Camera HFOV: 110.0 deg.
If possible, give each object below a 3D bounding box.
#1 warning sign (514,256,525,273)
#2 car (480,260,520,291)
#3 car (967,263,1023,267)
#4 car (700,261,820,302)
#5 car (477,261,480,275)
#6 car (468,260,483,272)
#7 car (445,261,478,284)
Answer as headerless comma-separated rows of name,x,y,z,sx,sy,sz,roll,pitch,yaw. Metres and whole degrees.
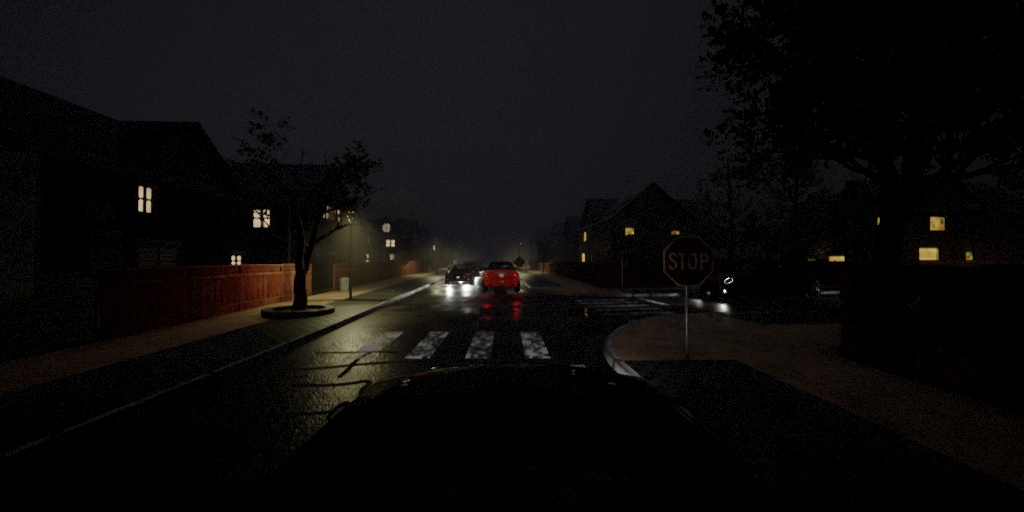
warning sign,0.842,0.948,39.282,1.300,1.860,1.060,0,0,-3
car,-0.702,1.119,22.147,2.097,1.767,4.553,0,0,-3
car,22.478,1.092,16.756,4.902,1.511,2.128,-1,-1,-4
car,10.883,1.036,15.956,4.553,1.767,2.097,0,-1,-5
car,-4.452,1.327,37.769,1.837,1.490,4.892,0,0,-3
car,-5.124,1.380,51.048,1.882,1.535,5.008,0,0,-3
car,-3.914,1.344,27.482,1.994,1.385,4.181,0,0,-2
